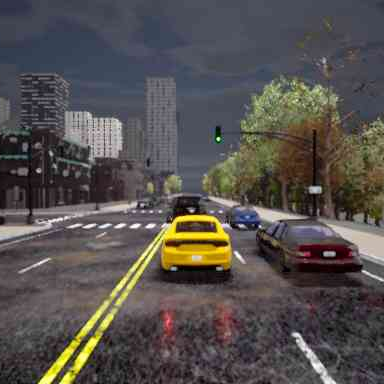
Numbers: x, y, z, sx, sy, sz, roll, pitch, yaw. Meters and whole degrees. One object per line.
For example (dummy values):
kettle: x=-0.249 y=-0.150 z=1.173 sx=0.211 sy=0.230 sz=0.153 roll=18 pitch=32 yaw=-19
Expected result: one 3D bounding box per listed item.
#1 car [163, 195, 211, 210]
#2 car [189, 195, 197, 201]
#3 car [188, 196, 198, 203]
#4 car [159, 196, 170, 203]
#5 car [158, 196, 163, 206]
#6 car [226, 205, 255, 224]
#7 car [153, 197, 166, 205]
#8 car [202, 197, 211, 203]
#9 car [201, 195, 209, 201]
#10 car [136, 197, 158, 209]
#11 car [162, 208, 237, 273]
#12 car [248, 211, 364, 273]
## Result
car: x=-0.489 y=1.276 z=23.258 sx=2.150 sy=2.045 sz=5.566 roll=0 pitch=0 yaw=-10
car: x=0.209 y=1.543 z=87.620 sx=2.128 sy=1.511 sz=4.902 roll=0 pitch=0 yaw=0
car: x=0.183 y=1.682 z=77.201 sx=2.128 sy=1.511 sz=4.902 roll=0 pitch=0 yaw=0
car: x=-6.318 y=1.703 z=75.845 sx=2.033 sy=1.411 sz=5.357 roll=0 pitch=0 yaw=0
car: x=-6.437 y=1.627 z=55.686 sx=1.837 sy=1.490 sz=4.892 roll=0 pitch=0 yaw=1
car: x=3.403 y=1.600 z=22.954 sx=2.033 sy=1.411 sz=5.357 roll=0 pitch=0 yaw=0
car: x=-6.344 y=1.706 z=65.422 sx=1.994 sy=1.385 sz=4.181 roll=0 pitch=0 yaw=0
car: x=3.435 y=1.753 z=77.640 sx=1.895 sy=1.301 sz=4.718 roll=0 pitch=0 yaw=0
car: x=3.459 y=1.517 z=87.612 sx=1.837 sy=1.490 sz=4.892 roll=0 pitch=0 yaw=0
car: x=-6.496 y=1.594 z=46.212 sx=2.128 sy=1.511 sz=4.902 roll=0 pitch=0 yaw=1
car: x=0.123 y=1.503 z=10.800 sx=1.882 sy=1.535 sz=5.008 roll=0 pitch=0 yaw=0
car: x=3.378 y=1.572 z=10.667 sx=2.033 sy=1.411 sz=5.357 roll=0 pitch=0 yaw=0
